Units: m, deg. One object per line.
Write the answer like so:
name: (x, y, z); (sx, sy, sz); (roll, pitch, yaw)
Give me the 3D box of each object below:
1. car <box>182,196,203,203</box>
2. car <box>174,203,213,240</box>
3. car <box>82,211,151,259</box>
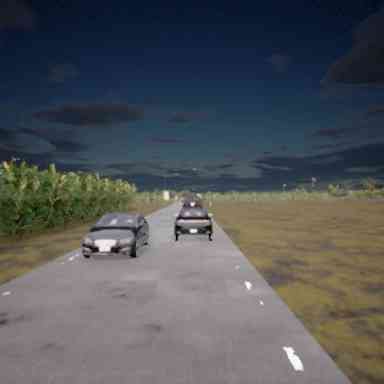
car: (0.061, 1.422, 36.659); (2.150, 2.045, 5.566); (0, 0, 0)
car: (0.073, 1.557, 17.466); (2.128, 1.511, 4.902); (0, 0, 0)
car: (-2.757, 1.536, 12.962); (2.128, 1.511, 4.902); (0, 0, 0)
